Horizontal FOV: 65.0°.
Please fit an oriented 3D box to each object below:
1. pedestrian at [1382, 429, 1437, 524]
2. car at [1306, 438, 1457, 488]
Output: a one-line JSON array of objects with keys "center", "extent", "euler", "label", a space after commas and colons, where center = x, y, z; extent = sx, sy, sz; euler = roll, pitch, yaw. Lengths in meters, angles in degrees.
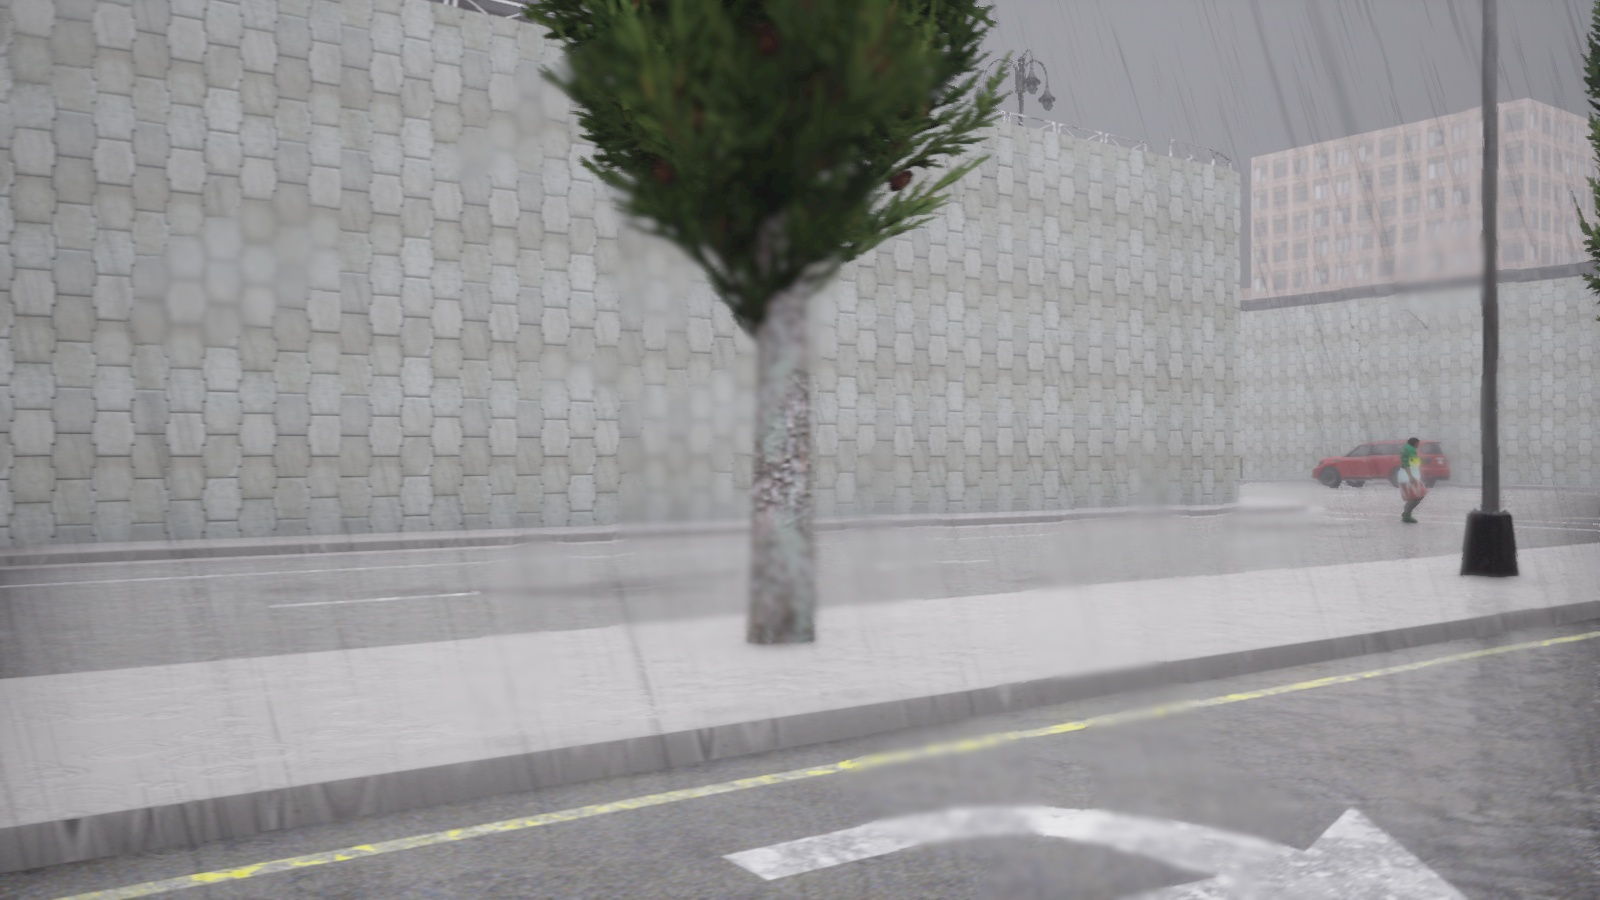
[{"center": [12.747, 0.545, 26.265], "extent": [0.873, 1.952, 0.659], "euler": [0, 0, 43], "label": "pedestrian"}, {"center": [24.984, 0.544, 54.182], "extent": [2.150, 2.045, 5.566], "euler": [0, 0, -34], "label": "car"}]
